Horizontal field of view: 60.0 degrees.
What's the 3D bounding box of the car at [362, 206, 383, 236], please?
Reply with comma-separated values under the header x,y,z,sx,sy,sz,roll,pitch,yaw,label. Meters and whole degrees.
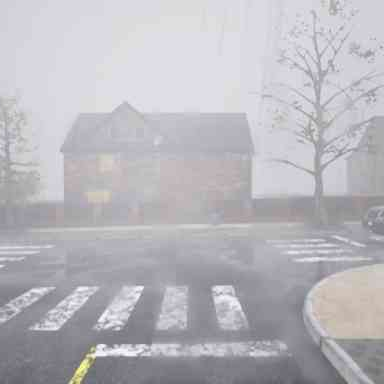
x,y,z,sx,sy,sz,roll,pitch,yaw,label
10.237,0.902,13.971,5.566,2.045,2.150,-1,1,0,car
